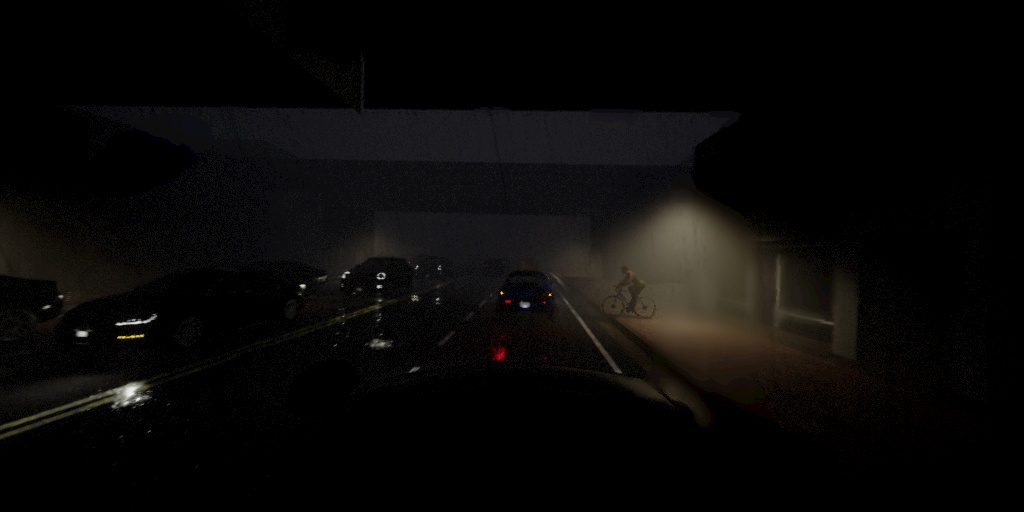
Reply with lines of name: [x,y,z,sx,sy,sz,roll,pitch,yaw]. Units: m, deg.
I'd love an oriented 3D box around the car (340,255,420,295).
car: [-6.355,0.834,17.455,2.097,1.767,4.553,2,0,3]

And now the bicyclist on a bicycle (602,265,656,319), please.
bicyclist on a bicycle: [3.627,1.123,11.099,1.656,1.620,0.582,2,0,3]

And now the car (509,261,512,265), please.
car: [-1.121,1.011,45.896,2.128,1.511,4.902,2,0,3]

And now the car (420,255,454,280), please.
car: [-5.827,0.806,27.324,2.097,1.767,4.553,2,0,2]

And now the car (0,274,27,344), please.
car: [-10.516,0.897,5.518,2.128,1.511,4.902,2,0,3]

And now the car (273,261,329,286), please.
car: [-9.987,0.926,15.242,2.033,1.411,5.357,2,0,3]

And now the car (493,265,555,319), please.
car: [0.538,1.243,12.706,1.812,1.442,4.674,2,0,4]

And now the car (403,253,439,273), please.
car: [-8.835,0.676,35.399,2.097,1.767,4.553,2,0,4]

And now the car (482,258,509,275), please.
car: [-1.713,1.027,34.774,1.882,1.535,5.008,2,0,3]

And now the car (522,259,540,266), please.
car: [2.200,1.116,42.169,1.882,1.535,5.008,2,0,3]

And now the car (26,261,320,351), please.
car: [-6.863,1.012,8.263,1.837,1.490,4.892,2,0,3]
